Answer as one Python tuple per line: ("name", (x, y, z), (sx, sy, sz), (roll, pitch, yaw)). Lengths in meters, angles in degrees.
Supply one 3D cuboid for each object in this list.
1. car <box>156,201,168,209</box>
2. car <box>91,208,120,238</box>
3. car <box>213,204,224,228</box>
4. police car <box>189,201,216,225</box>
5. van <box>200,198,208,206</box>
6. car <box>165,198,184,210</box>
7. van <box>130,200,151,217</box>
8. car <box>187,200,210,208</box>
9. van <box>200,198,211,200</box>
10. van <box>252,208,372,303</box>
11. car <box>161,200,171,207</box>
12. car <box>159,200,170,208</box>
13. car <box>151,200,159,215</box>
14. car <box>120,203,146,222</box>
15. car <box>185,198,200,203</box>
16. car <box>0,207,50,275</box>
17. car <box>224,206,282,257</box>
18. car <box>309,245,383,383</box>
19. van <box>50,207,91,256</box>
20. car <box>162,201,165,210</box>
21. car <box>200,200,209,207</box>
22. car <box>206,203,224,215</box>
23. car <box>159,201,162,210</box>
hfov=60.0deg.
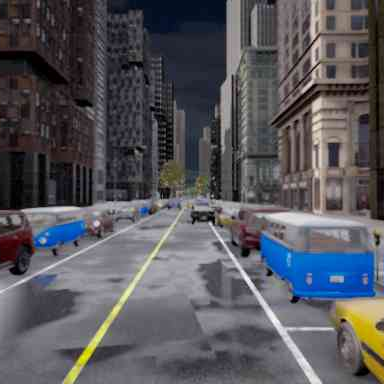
("car", (-5.760, 2.398, 63.454), (1.887, 1.381, 4.507), (0, -1, 0))
("car", (-5.760, 1.698, 19.256), (1.967, 1.590, 4.097), (0, -1, 0))
("car", (2.776, 1.859, 24.934), (1.752, 1.417, 4.829), (0, -1, 0))
("police car", (0.906, 1.799, 27.914), (1.930, 1.638, 5.238), (0, -1, 0))
("van", (2.798, 2.419, 80.011), (1.690, 1.788, 3.998), (0, -1, 0))
("car", (-3.033, 1.998, 57.928), (2.150, 2.045, 5.566), (0, -1, 1))
("van", (-5.759, 1.822, 35.833), (1.690, 1.788, 3.998), (0, -1, 0))
("car", (0.801, 1.987, 37.826), (1.882, 1.535, 5.008), (0, -1, 2))
("van", (2.792, 2.193, 63.438), (1.690, 1.788, 3.998), (0, -1, 0))
("van", (2.770, 1.451, 8.194), (1.690, 1.788, 3.998), (0, -1, 0))
("car", (-5.760, 2.548, 74.504), (1.887, 1.381, 4.507), (0, -1, 0))
("car", (-5.760, 2.473, 68.979), (1.887, 1.381, 4.507), (0, -1, 0))
("car", (-5.759, 1.870, 41.358), (2.192, 1.841, 5.009), (0, -1, 0))
("car", (-5.760, 1.958, 30.304), (2.008, 1.369, 4.403), (0, -1, 0))
("car", (0.014, 2.340, 64.151), (1.882, 1.535, 5.008), (0, -1, 0))
("car", (-5.759, 1.426, 8.208), (2.192, 1.841, 5.009), (0, -1, 0))
("car", (2.772, 1.498, 13.719), (2.192, 1.841, 5.009), (0, -1, 0))
("car", (2.767, 1.564, 2.837), (1.752, 1.417, 4.829), (0, -1, 0))
("van", (-5.760, 1.525, 13.733), (1.690, 1.788, 3.998), (0, -1, 0))
("car", (-5.760, 2.302, 57.760), (1.752, 1.417, 4.829), (0, -1, 0))
("car", (2.795, 2.547, 74.484), (1.887, 1.381, 4.507), (0, -1, 0))
("car", (2.782, 2.105, 41.337), (2.008, 1.369, 4.403), (0, -1, 0))
("car", (-5.760, 2.175, 46.880), (1.887, 1.381, 4.507), (0, -1, 0))
